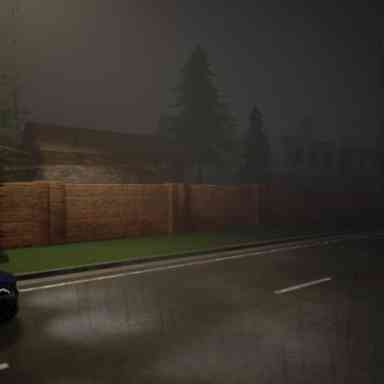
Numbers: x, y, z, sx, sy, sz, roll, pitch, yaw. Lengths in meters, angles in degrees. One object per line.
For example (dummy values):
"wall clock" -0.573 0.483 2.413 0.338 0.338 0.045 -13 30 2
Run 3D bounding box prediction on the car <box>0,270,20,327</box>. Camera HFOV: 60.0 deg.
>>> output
"car" -4.961 1.532 4.507 4.674 1.442 1.812 0 0 -35
